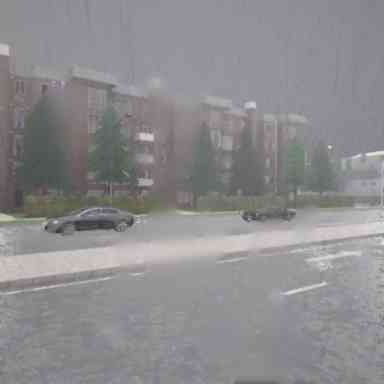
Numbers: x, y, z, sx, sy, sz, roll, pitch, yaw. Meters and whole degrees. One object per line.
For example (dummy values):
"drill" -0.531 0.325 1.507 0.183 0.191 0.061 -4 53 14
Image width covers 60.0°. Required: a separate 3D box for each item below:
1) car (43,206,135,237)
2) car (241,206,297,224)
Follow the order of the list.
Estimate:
"car" -5.569 1.541 18.427 4.902 1.511 2.128 1 0 -35
"car" 6.191 1.778 26.649 4.718 1.301 1.895 1 0 -35
